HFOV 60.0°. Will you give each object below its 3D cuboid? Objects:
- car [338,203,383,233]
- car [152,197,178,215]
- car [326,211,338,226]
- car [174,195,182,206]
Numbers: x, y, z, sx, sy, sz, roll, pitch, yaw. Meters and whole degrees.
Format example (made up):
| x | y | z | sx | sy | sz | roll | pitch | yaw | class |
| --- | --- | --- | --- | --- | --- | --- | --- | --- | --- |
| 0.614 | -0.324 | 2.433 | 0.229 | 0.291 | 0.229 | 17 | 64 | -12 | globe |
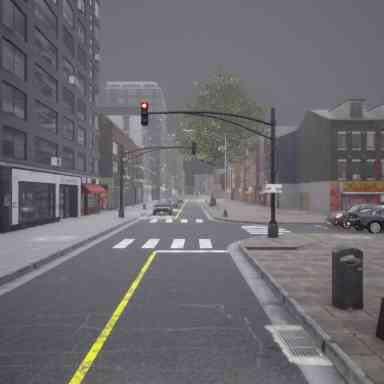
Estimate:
| x | y | z | sx | sy | sz | roll | pitch | yaw | class |
| --- | --- | --- | --- | --- | --- | --- | --- | --- | --- |
| 11.387 | 1.574 | 19.034 | 4.892 | 1.490 | 1.837 | 0 | 0 | 0 | car |
| -2.878 | 1.554 | 34.073 | 2.033 | 1.411 | 5.357 | 0 | 0 | 0 | car |
| 10.910 | 1.515 | 21.675 | 4.097 | 1.590 | 1.967 | 0 | 0 | 0 | car |
| -2.882 | 1.505 | 46.861 | 2.128 | 1.511 | 4.902 | 0 | 0 | 0 | car |
